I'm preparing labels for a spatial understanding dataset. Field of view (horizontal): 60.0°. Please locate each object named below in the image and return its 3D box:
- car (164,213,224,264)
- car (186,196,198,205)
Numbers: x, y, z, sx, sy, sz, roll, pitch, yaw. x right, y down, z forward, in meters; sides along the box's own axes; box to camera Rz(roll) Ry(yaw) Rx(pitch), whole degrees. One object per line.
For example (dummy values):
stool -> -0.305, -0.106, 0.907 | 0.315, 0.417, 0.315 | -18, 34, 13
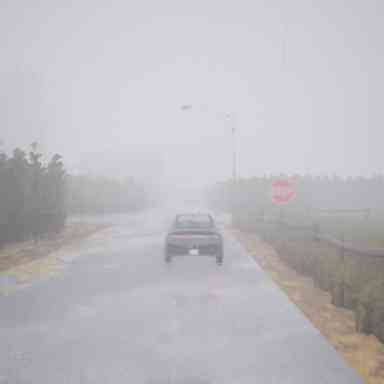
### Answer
car -> 0.069, 1.490, 11.852 | 2.128, 1.511, 4.902 | 0, 0, 0
car -> 0.006, 1.642, 65.755 | 2.097, 1.767, 4.553 | 0, 0, 0
